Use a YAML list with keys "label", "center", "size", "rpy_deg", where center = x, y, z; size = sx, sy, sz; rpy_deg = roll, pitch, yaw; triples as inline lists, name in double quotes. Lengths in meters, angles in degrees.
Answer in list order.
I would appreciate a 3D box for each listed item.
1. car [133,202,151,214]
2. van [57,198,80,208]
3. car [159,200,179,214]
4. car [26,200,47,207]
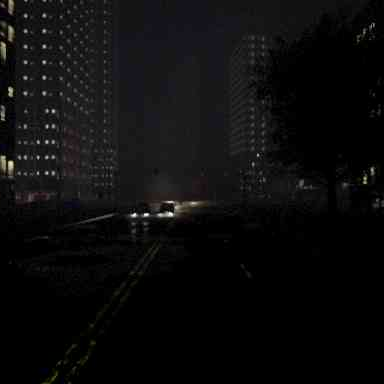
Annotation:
- label: "car"
  center: [-6.499, 2.063, 44.097]
  size: [1.812, 1.442, 4.674]
  rpy_deg: [0, -1, 0]
- label: "van"
  center: [-22.647, 1.934, 61.166]
  size: [3.998, 1.788, 1.690]
  rpy_deg: [0, 0, 1]
- label: "car"
  center: [-3.247, 2.087, 44.315]
  size: [2.033, 1.411, 5.357]
  rpy_deg: [0, -1, 0]
- label: "car"
  center: [-28.186, 2.113, 61.211]
  size: [4.507, 1.381, 1.887]
  rpy_deg: [0, 0, 1]
